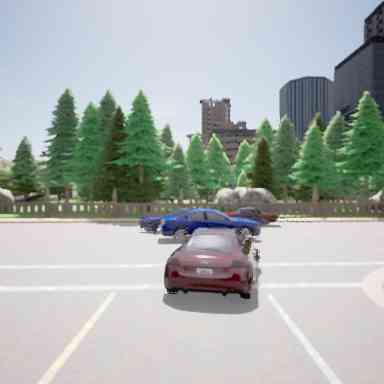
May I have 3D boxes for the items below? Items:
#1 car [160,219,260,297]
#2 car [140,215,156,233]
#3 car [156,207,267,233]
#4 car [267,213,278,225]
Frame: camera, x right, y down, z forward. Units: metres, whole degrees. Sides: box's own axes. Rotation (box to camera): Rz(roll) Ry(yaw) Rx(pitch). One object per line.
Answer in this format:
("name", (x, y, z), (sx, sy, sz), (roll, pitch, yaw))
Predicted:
("car", (0.687, 1.639, 8.870), (1.994, 1.385, 4.181), (0, -1, 12))
("car", (-0.812, 1.665, 20.205), (4.674, 1.442, 1.812), (0, 0, -2))
("car", (0.891, 1.599, 16.581), (5.008, 1.535, 1.882), (0, 0, -2))
("car", (3.605, 1.758, 23.891), (4.718, 1.301, 1.895), (0, 0, -2))
